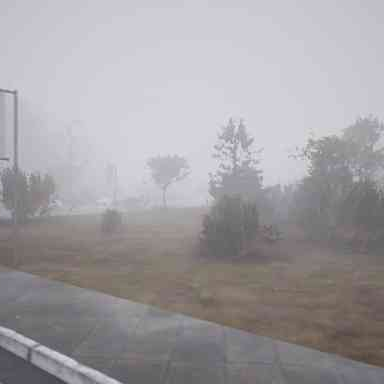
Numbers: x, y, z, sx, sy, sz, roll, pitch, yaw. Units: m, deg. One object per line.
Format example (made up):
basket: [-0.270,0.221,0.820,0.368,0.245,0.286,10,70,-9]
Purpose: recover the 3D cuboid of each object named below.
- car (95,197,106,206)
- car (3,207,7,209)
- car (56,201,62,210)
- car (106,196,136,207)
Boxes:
car: [-12.915,1.440,52.065,1.812,1.442,4.674,0,1,39]
car: [-20.809,1.542,42.160,2.033,1.411,5.357,0,0,39]
car: [-18.031,1.521,40.029,1.812,1.442,4.674,0,0,39]
car: [-9.939,1.388,50.179,1.882,1.535,5.008,0,1,38]
